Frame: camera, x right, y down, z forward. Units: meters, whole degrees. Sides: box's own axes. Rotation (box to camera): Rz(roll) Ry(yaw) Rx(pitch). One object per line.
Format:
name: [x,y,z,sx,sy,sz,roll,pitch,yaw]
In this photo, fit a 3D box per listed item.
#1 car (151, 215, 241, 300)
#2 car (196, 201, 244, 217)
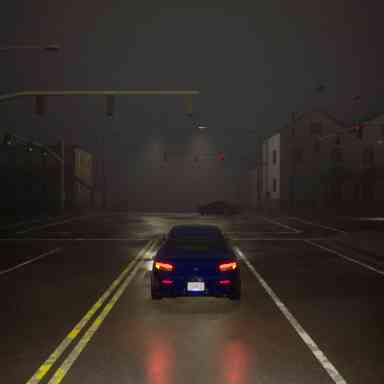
car: [0.087,1.526,8.263,1.812,1.442,4.674,0,0,0]
car: [2.553,1.510,30.647,4.674,1.442,1.812,1,1,38]
